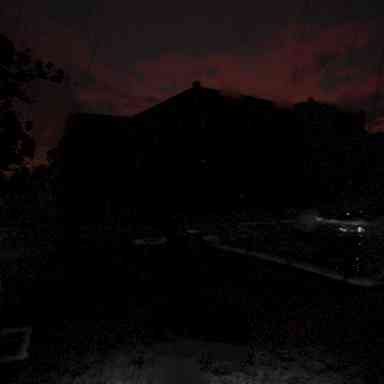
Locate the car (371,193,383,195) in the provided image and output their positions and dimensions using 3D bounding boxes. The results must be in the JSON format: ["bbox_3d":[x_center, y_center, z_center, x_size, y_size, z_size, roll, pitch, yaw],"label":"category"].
[{"bbox_3d":[18.621,0.904,33.389,2.185,1.767,4.553,-1,0,-35],"label":"car"}]

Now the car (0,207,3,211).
[{"bbox_3d":[-40.222,3.272,68.419,1.895,1.301,4.718,-1,-2,-24],"label":"car"}]

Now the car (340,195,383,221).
[{"bbox_3d":[12.831,1.221,24.216,4.892,1.490,1.837,-1,1,-31],"label":"car"}]
